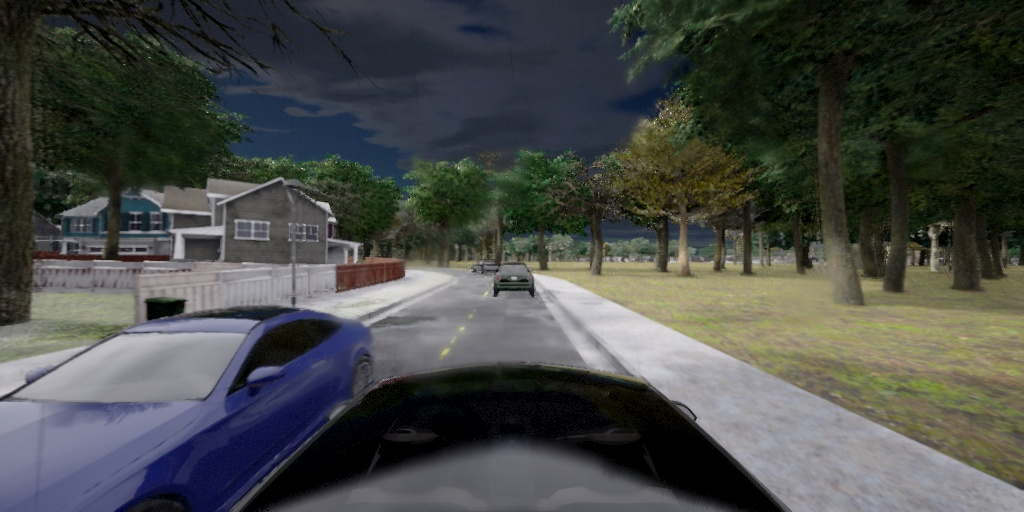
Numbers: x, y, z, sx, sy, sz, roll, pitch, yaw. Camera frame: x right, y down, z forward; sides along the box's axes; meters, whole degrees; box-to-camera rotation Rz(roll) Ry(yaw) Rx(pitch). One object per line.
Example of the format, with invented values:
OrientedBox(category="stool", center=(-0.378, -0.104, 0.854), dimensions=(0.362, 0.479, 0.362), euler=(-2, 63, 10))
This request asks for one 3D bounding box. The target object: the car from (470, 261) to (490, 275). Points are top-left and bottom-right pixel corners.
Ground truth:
OrientedBox(category="car", center=(-3.142, 1.273, 39.723), dimensions=(2.128, 1.511, 4.902), euler=(1, 0, -25))

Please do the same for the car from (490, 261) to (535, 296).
OrientedBox(category="car", center=(0.100, 1.111, 19.626), dimensions=(2.097, 1.767, 4.553), euler=(0, 0, 0))

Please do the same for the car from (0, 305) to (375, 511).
OrientedBox(category="car", center=(-2.837, 1.276, 3.388), dimensions=(1.812, 1.442, 4.674), euler=(0, 0, 0))
